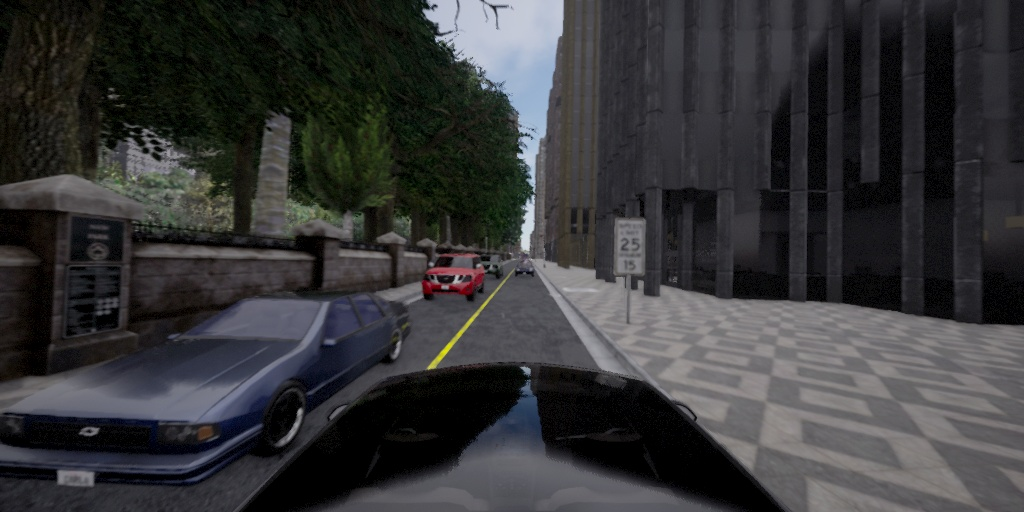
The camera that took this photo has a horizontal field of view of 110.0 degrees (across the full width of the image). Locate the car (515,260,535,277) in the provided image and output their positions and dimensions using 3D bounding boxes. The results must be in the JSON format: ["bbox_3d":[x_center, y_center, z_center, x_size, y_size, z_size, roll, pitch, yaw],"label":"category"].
[{"bbox_3d":[1.282,1.334,35.728,1.895,1.301,4.718,1,0,3],"label":"car"}]

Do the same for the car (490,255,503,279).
[{"bbox_3d":[-1.983,0.882,31.768,2.150,2.045,5.566,1,0,3],"label":"car"}]

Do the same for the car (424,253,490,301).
[{"bbox_3d":[-2.581,0.888,17.155,2.150,2.045,5.566,1,0,2],"label":"car"}]

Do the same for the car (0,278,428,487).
[{"bbox_3d":[-3.044,1.219,5.251,2.033,1.411,5.357,1,0,2],"label":"car"}]
